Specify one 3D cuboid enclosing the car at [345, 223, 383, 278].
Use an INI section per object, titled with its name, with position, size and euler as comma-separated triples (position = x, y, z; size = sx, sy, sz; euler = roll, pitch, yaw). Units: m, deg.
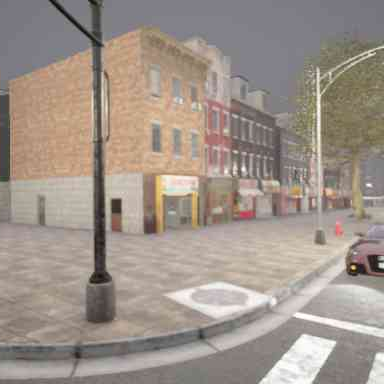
[car]
position = 5.843, 1.604, 9.611
size = 1.994, 1.385, 4.181
euler = -1, -1, 37
